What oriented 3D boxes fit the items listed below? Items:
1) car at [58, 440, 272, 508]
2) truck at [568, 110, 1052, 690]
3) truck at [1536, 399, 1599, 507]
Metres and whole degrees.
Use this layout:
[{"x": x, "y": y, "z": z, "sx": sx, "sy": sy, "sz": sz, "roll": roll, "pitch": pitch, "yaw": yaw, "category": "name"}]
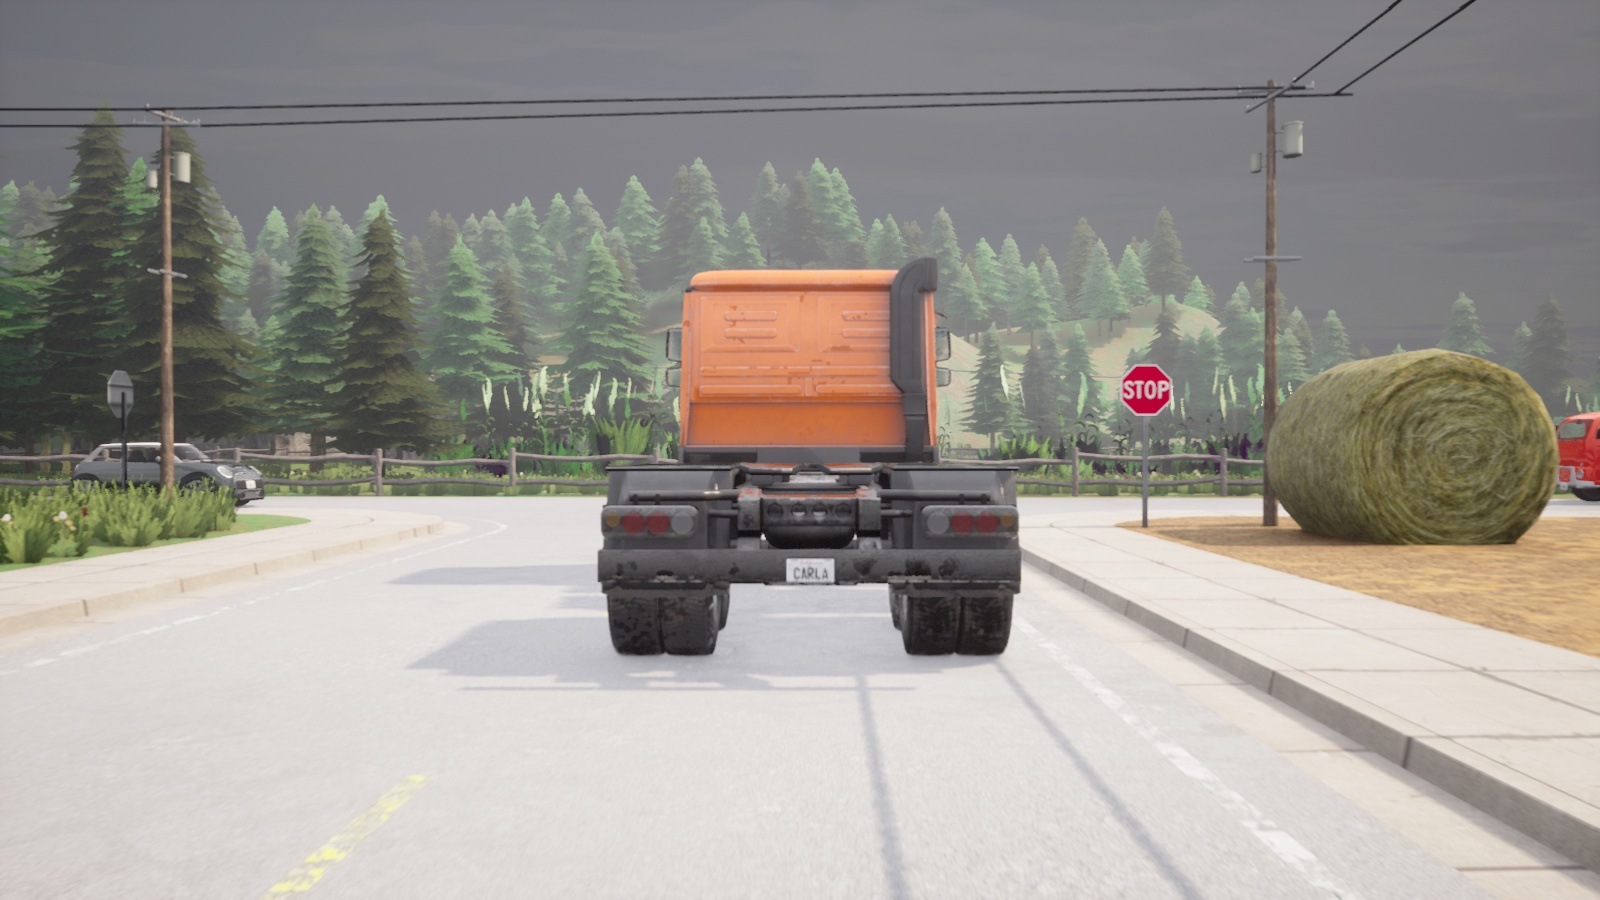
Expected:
[{"x": -14.192, "y": 0.507, "z": 28.229, "sx": 3.806, "sy": 1.475, "sz": 1.970, "roll": 0, "pitch": 0, "yaw": 3, "category": "car"}, {"x": 0.081, "y": -0.302, "z": 11.473, "sx": 2.891, "sy": 3.462, "sz": 7.936, "roll": 0, "pitch": 0, "yaw": 0, "category": "truck"}, {"x": 20.867, "y": 0.074, "z": 29.828, "sx": 5.204, "sy": 2.467, "sz": 2.627, "roll": 0, "pitch": 0, "yaw": 3, "category": "truck"}]
